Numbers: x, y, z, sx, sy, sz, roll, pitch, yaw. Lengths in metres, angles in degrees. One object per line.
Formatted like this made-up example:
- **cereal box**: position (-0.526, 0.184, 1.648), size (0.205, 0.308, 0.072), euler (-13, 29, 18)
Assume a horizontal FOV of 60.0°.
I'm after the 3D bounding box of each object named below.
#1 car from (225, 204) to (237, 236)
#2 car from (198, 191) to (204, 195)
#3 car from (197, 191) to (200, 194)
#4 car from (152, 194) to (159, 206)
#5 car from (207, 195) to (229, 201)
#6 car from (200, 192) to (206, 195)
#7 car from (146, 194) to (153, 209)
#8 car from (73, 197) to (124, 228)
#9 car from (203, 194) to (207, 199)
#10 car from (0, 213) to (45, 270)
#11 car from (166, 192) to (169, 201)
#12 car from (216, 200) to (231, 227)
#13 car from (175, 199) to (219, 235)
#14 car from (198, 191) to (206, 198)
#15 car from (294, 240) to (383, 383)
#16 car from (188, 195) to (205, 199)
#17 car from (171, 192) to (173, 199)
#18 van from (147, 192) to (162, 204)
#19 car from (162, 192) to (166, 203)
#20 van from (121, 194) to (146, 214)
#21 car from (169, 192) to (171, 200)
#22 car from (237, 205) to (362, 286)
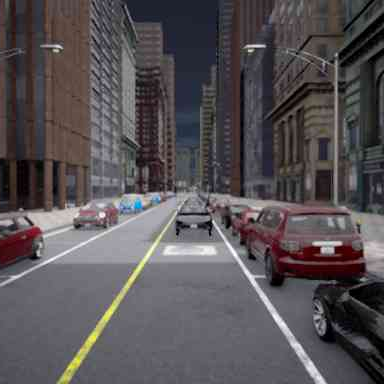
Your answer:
- **car**: position (2.752, 1.442, 14.787), size (1.887, 1.381, 4.507), euler (0, 0, 0)
- **car**: position (2.720, 1.107, 71.148), size (1.802, 1.307, 4.206), euler (0, 0, 0)
- **car**: position (2.713, 0.895, 82.420), size (1.967, 1.590, 4.097), euler (0, 0, 0)
- **car**: position (-5.789, 1.257, 42.955), size (2.008, 1.369, 4.403), euler (0, 0, 0)
- **car**: position (2.742, 1.221, 31.693), size (1.967, 1.590, 4.097), euler (0, 0, 0)
- **car**: position (2.726, 1.179, 59.876), size (1.802, 1.307, 4.206), euler (0, 0, 0)
- **car**: position (-5.786, 1.270, 37.149), size (1.752, 1.417, 4.829), euler (0, 0, 0)
- **car**: position (-5.777, 1.299, 20.409), size (1.967, 1.590, 4.097), euler (0, 0, 0)
- **car**: position (2.736, 1.272, 42.967), size (1.947, 1.339, 4.313), euler (0, 0, 0)
- **car**: position (-5.770, 1.376, 9.136), size (1.967, 1.590, 4.097), euler (0, 0, 0)
- **car**: position (-5.800, 0.912, 59.863), size (2.192, 1.841, 5.009), euler (0, 0, 0)
- **car**: position (2.749, 1.424, 20.423), size (1.947, 1.339, 4.313), euler (0, 0, 0)
- **car**: position (0.090, 1.367, 17.928), size (2.128, 1.511, 4.902), euler (0, 0, 0)
- **car**: position (2.706, 0.704, 93.690), size (2.192, 1.841, 5.009), euler (0, 0, 0)
- **car**: position (2.758, 1.541, 3.514), size (1.947, 1.339, 4.313), euler (0, 0, 0)
- **car**: position (0.082, 1.324, 34.785), size (1.994, 1.385, 4.181), euler (0, 0, 0)
- **car**: position (-5.805, 1.091, 71.138), size (1.947, 1.339, 4.313), euler (0, 0, 0)
- **van**: position (-5.793, 1.011, 48.590), size (1.690, 1.788, 3.998), euler (0, 0, 0)
- **car**: position (-5.796, 1.074, 54.227), size (1.967, 1.590, 4.097), euler (0, 0, 0)
- **van**: position (-5.783, 1.122, 31.681), size (1.690, 1.788, 3.998), euler (0, 0, 0)
- **car**: position (-5.802, 1.127, 65.502), size (1.947, 1.339, 4.313), euler (0, 0, 0)
- **car**: position (2.754, 1.251, 9.149), size (2.192, 1.841, 5.009), euler (0, 0, 0)
